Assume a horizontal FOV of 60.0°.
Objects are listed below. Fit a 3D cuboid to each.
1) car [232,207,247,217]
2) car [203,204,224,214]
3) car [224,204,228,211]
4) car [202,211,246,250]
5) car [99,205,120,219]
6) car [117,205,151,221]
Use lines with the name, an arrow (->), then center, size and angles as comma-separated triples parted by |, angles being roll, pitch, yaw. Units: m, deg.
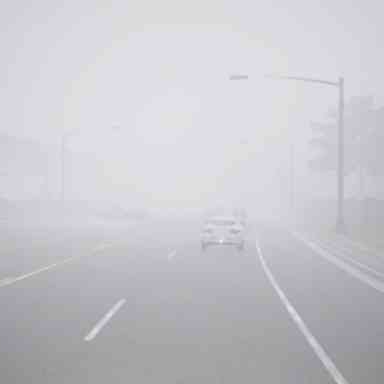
car -> 6.043, 2.570, 42.439 | 2.033, 1.411, 5.357 | 0, -1, 10
car -> 2.683, 2.576, 43.547 | 1.994, 1.385, 4.181 | 0, -1, 10
car -> 5.300, 2.877, 58.718 | 1.882, 1.535, 5.008 | 0, -1, 10
car -> 1.589, 1.882, 16.254 | 1.812, 1.442, 4.674 | 0, -1, 9
car -> -9.049, 2.260, 38.430 | 2.128, 1.511, 4.902 | 0, -1, 10
car -> -5.967, 2.338, 35.741 | 1.895, 1.301, 4.718 | 0, -1, 10
